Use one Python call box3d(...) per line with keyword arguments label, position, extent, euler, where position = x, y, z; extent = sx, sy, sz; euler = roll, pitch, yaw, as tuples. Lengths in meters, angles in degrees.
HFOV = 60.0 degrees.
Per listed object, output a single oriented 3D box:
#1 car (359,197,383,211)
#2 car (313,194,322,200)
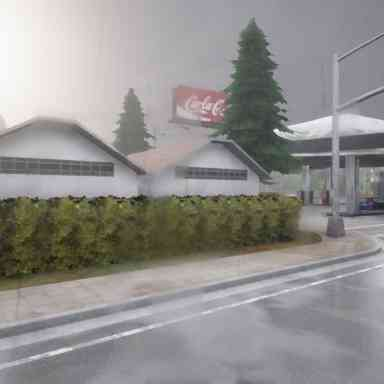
box3d(label="car", position=(21.881, 1.480, 40.020), extent=(4.611, 1.667, 2.242), euler=(0, 0, -36))
box3d(label="car", position=(32.997, 1.330, 89.503), extent=(2.152, 1.636, 5.027), euler=(0, 0, -36))
